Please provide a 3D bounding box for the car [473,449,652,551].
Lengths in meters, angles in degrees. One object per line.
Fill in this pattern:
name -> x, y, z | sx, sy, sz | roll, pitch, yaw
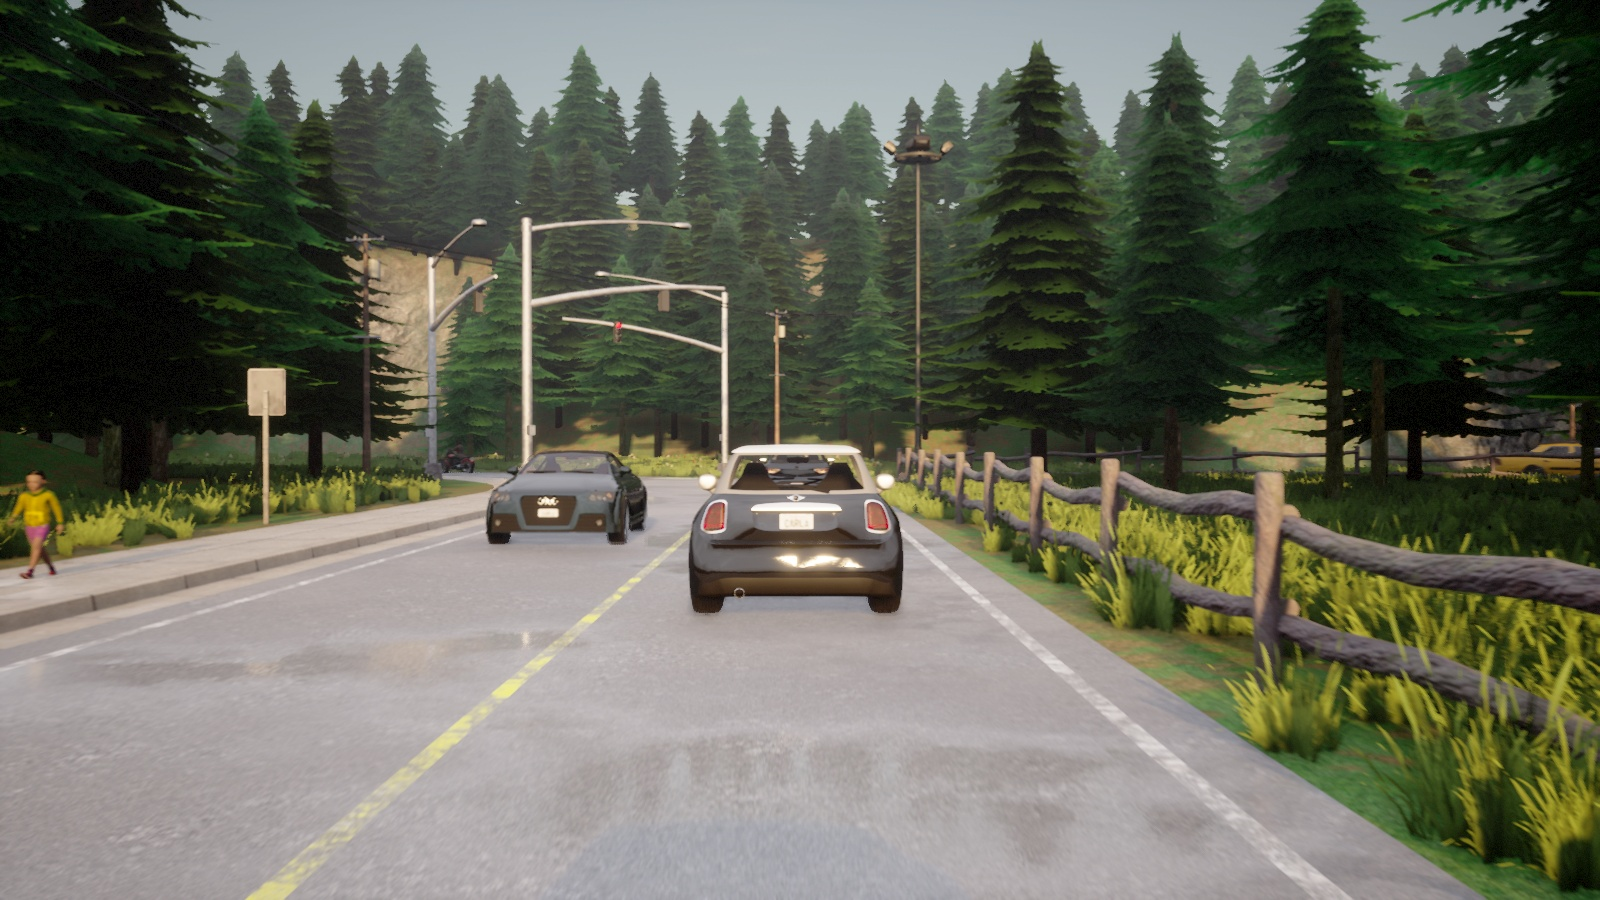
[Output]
car -> -3.542, 0.689, 19.523 | 1.994, 1.385, 4.181 | 0, 0, 0

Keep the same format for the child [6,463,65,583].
child -> -7.584, 0.710, 12.470 | 0.299, 1.160, 0.473 | 0, 0, 0

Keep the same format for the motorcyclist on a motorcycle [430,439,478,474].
motorcyclist on a motorcycle -> -16.383, 0.311, 59.496 | 2.350, 1.649, 0.766 | 0, 1, 30

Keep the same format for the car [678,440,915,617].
car -> -0.033, 0.639, 12.338 | 1.970, 1.475, 3.806 | 0, 0, 0

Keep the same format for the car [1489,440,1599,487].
car -> 26.837, 0.458, 43.100 | 5.366, 1.575, 1.801 | 0, 1, 38
